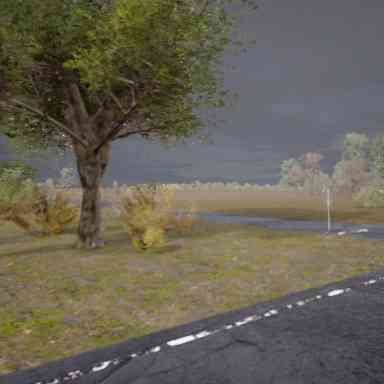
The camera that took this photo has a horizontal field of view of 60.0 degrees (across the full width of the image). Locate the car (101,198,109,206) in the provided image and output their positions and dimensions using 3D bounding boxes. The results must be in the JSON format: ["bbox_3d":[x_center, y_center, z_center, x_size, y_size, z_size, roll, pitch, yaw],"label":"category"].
[{"bbox_3d":[-14.341,1.480,50.721,1.895,1.301,4.718,0,0,-35],"label":"car"}]
